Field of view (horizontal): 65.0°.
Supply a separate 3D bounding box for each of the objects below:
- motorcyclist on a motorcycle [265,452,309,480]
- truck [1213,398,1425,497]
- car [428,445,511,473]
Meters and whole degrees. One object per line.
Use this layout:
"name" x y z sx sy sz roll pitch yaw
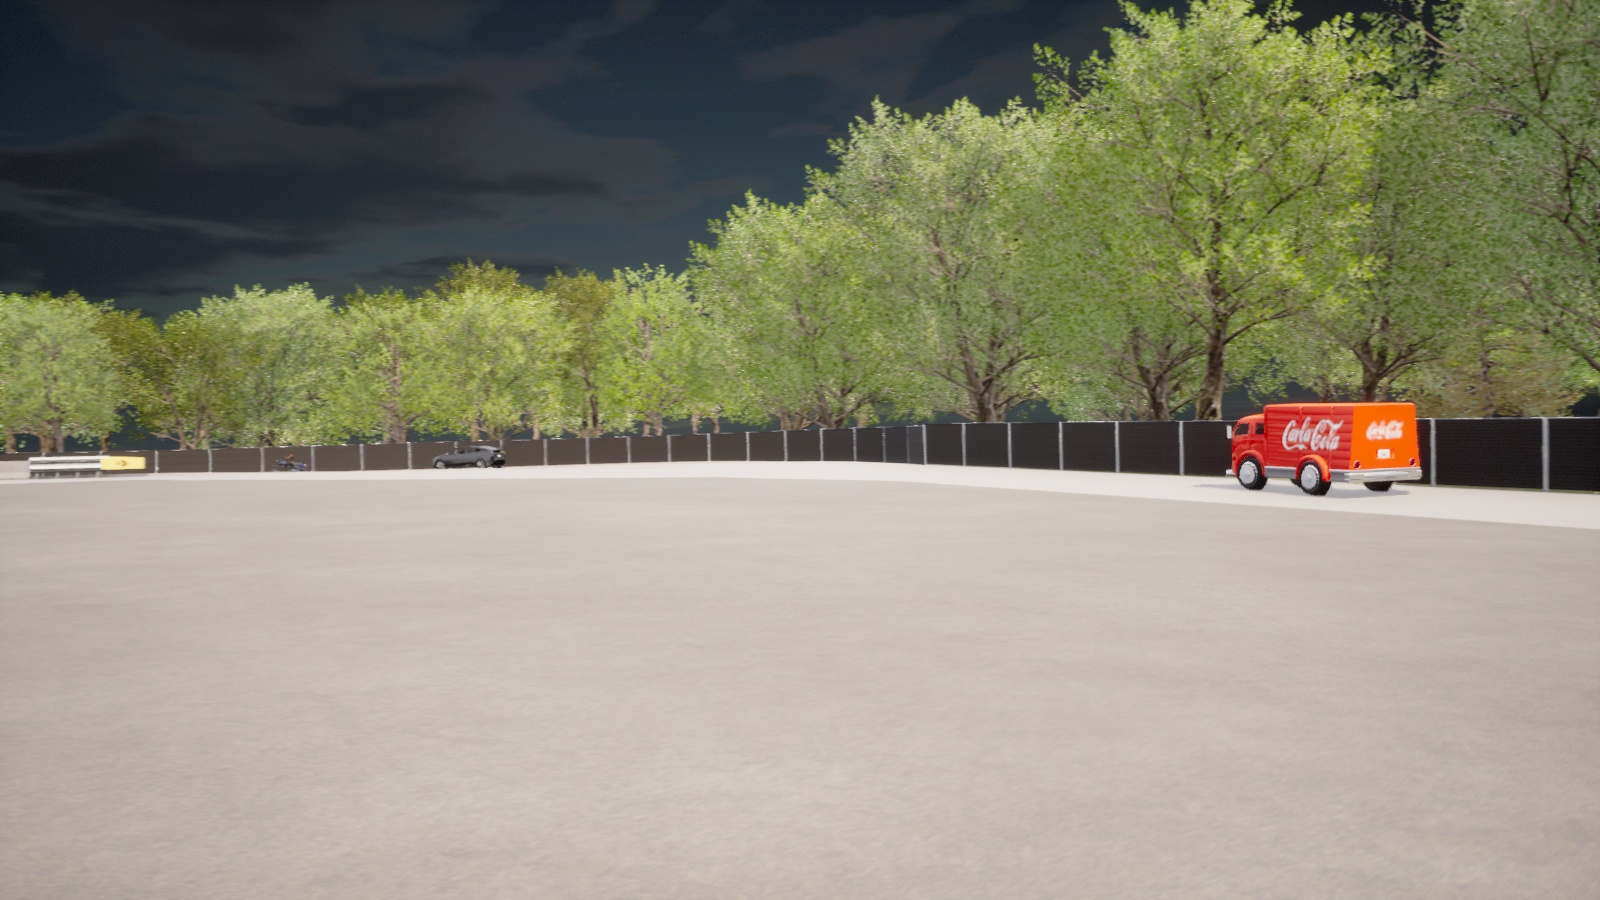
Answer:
"motorcyclist on a motorcycle" -31.536 0.991 77.230 2.350 1.649 0.766 -2 1 -9
"truck" 14.294 -0.125 34.985 2.627 2.467 5.204 -2 2 -20
"car" -20.165 0.560 76.606 4.514 1.525 2.007 -2 0 19
